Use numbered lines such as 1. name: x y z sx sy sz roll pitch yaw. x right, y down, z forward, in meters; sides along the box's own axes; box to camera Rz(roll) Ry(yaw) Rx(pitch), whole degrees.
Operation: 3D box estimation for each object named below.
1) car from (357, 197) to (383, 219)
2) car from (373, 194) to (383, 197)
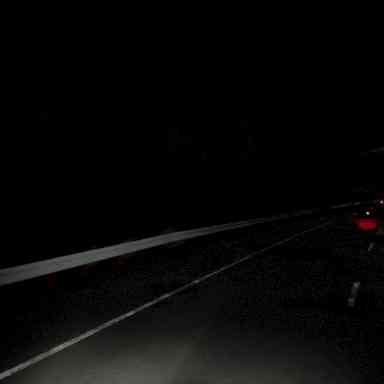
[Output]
1. car: 16.006 1.505 29.643 1.837 1.490 4.892 0 0 35
2. car: 22.050 1.221 38.188 2.150 2.045 5.566 0 0 35
